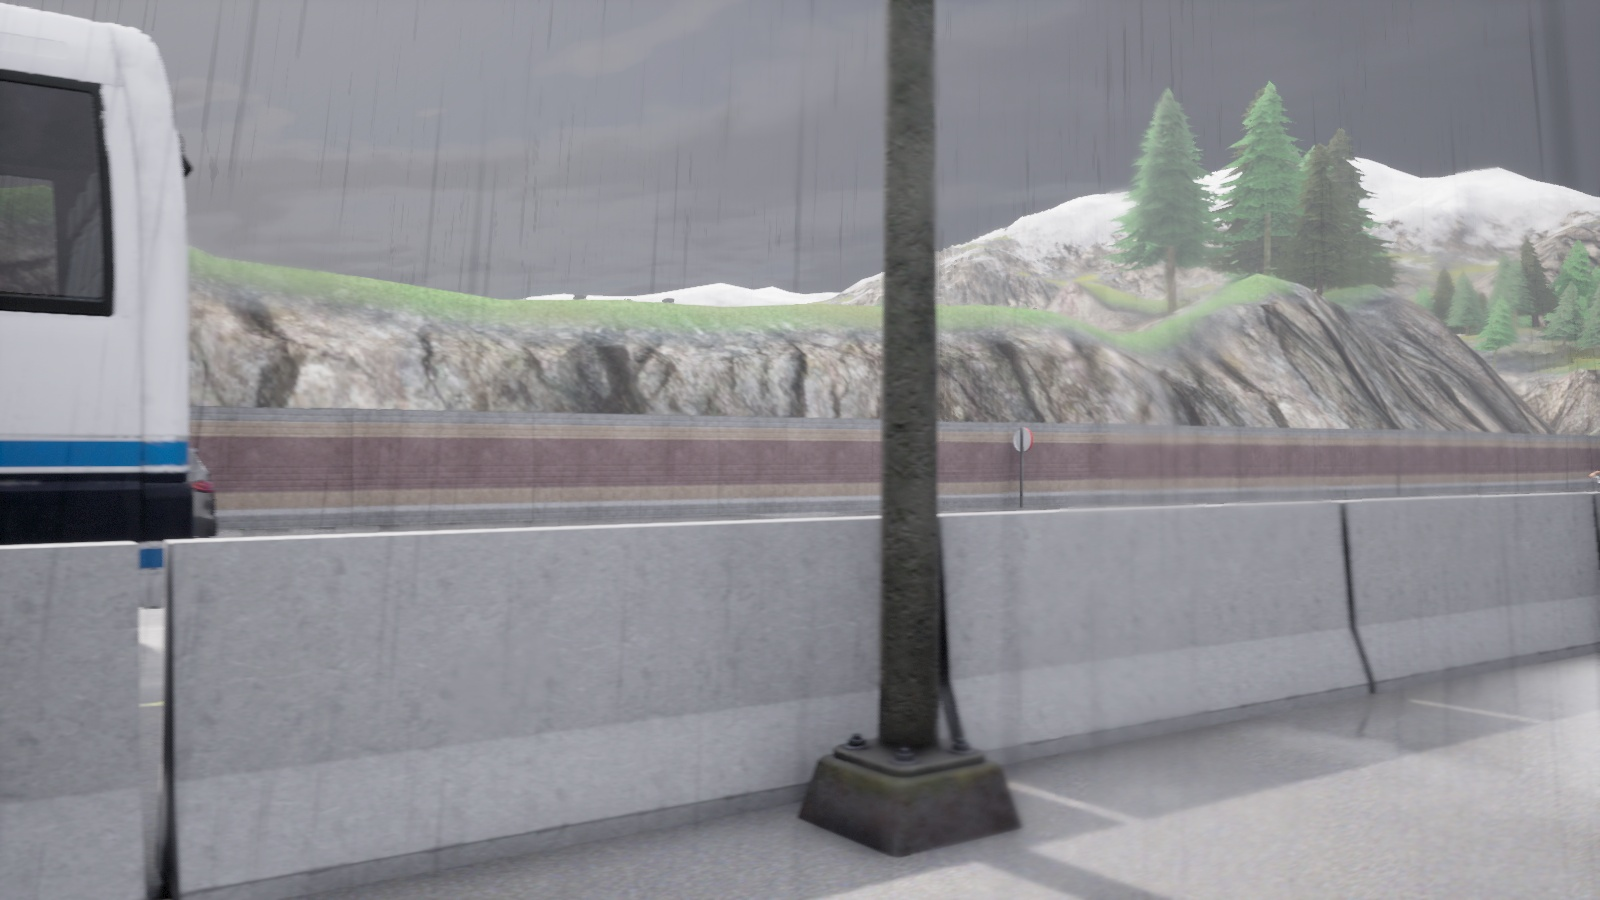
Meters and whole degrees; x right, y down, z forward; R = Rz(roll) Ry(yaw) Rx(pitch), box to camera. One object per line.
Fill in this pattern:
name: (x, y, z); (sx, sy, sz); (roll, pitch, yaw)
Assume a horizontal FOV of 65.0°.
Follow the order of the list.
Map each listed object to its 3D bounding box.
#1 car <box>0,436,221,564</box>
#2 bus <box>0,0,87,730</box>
car: (-10.778, 0.652, 17.479); (4.611, 1.667, 2.242); (0, 0, -35)
bus: (-9.331, -0.598, 5.699); (10.273, 4.253, 3.944); (0, 0, -35)
